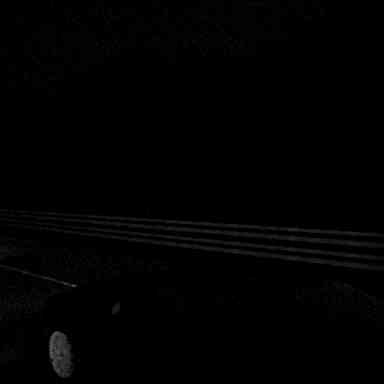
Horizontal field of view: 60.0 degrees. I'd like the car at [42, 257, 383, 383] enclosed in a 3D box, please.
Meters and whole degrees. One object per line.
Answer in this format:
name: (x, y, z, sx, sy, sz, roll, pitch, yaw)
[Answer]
car: (0.310, 1.500, 3.713, 5.008, 1.535, 1.882, 0, 0, 36)
